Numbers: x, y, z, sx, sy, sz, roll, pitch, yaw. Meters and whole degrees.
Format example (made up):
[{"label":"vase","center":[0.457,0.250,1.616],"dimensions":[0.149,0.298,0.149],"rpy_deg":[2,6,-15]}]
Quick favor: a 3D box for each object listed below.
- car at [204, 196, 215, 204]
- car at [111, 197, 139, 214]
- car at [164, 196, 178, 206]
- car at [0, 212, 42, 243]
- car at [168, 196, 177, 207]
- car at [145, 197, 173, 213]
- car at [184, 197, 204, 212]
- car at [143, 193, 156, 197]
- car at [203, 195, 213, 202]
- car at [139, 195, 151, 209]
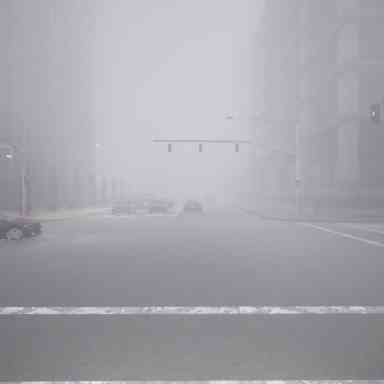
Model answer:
[{"label":"car","center":[3.504,1.492,64.601],"dimensions":[2.128,1.511,4.902],"rpy_deg":[0,0,0]},{"label":"car","center":[-7.098,1.505,34.893],"dimensions":[1.837,1.490,4.892],"rpy_deg":[0,0,0]},{"label":"car","center":[-3.580,1.492,57.071],"dimensions":[2.128,1.511,4.902],"rpy_deg":[0,0,0]},{"label":"car","center":[-9.408,1.446,14.760],"dimensions":[5.008,1.535,1.882],"rpy_deg":[0,1,-15]},{"label":"car","center":[-3.596,1.478,46.708],"dimensions":[1.882,1.535,5.008],"rpy_deg":[0,0,0]},{"label":"car","center":[-3.598,1.547,37.062],"dimensions":[2.033,1.411,5.357],"rpy_deg":[0,0,0]},{"label":"car","center":[0.086,1.564,38.360],"dimensions":[1.994,1.385,4.181],"rpy_deg":[0,0,0]},{"label":"car","center":[-7.085,1.221,54.661],"dimensions":[2.150,2.045,5.566],"rpy_deg":[0,0,0]},{"label":"car","center":[3.504,1.508,73.676],"dimensions":[1.812,1.442,4.674],"rpy_deg":[0,0,0]},{"label":"car","center":[-7.095,1.505,44.297],"dimensions":[1.837,1.490,4.892],"rpy_deg":[0,0,0]}]
